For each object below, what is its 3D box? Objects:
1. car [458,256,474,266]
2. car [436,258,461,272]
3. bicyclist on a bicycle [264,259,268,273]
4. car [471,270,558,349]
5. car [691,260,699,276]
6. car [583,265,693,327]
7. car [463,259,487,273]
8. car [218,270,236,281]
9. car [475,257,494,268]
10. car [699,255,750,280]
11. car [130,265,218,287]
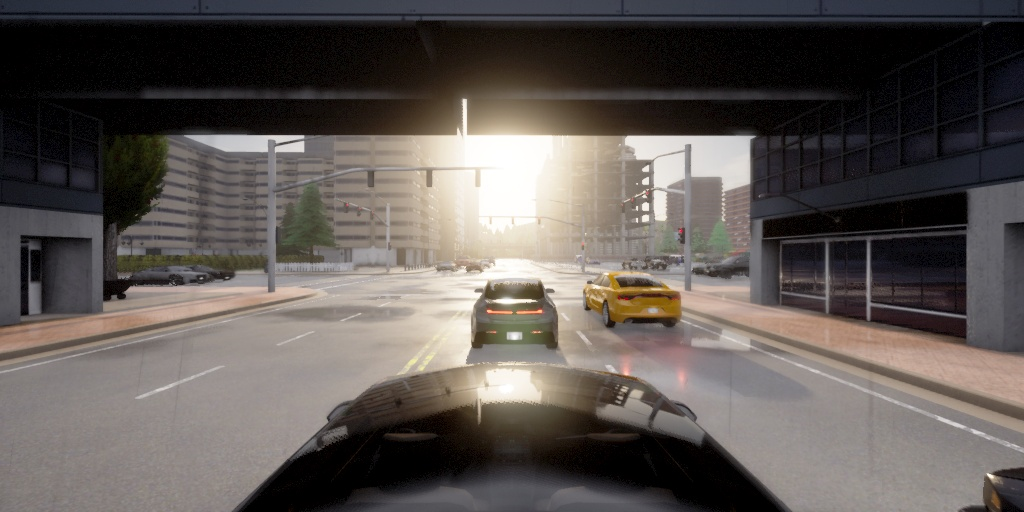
[{"bbox_3d":[-8.068,0.972,59.886,2.150,2.045,5.566,0,0,0],"label":"car"},{"bbox_3d":[-8.094,1.314,44.882,1.994,1.385,4.181,0,0,3],"label":"car"},{"bbox_3d":[-26.006,1.051,38.419,0.582,1.620,1.656,0,0,0],"label":"bicyclist on a bicycle"},{"bbox_3d":[0.064,1.255,9.162,1.837,1.490,4.892,0,0,0],"label":"car"},{"bbox_3d":[20.042,1.351,34.899,4.718,1.301,1.895,0,0,1],"label":"car"},{"bbox_3d":[3.575,1.228,11.533,1.882,1.535,5.008,0,0,0],"label":"car"},{"bbox_3d":[-4.469,1.351,43.559,1.895,1.301,4.718,0,0,0],"label":"car"},{"bbox_3d":[-24.018,1.351,27.444,4.718,1.301,1.895,0,0,0],"label":"car"},{"bbox_3d":[-4.568,1.297,59.005,2.033,1.411,5.357,0,0,0],"label":"car"},{"bbox_3d":[19.936,0.967,31.399,5.566,2.045,2.150,-1,0,1],"label":"car"},{"bbox_3d":[-22.734,1.314,23.951,4.181,1.385,1.994,0,0,0],"label":"car"}]
